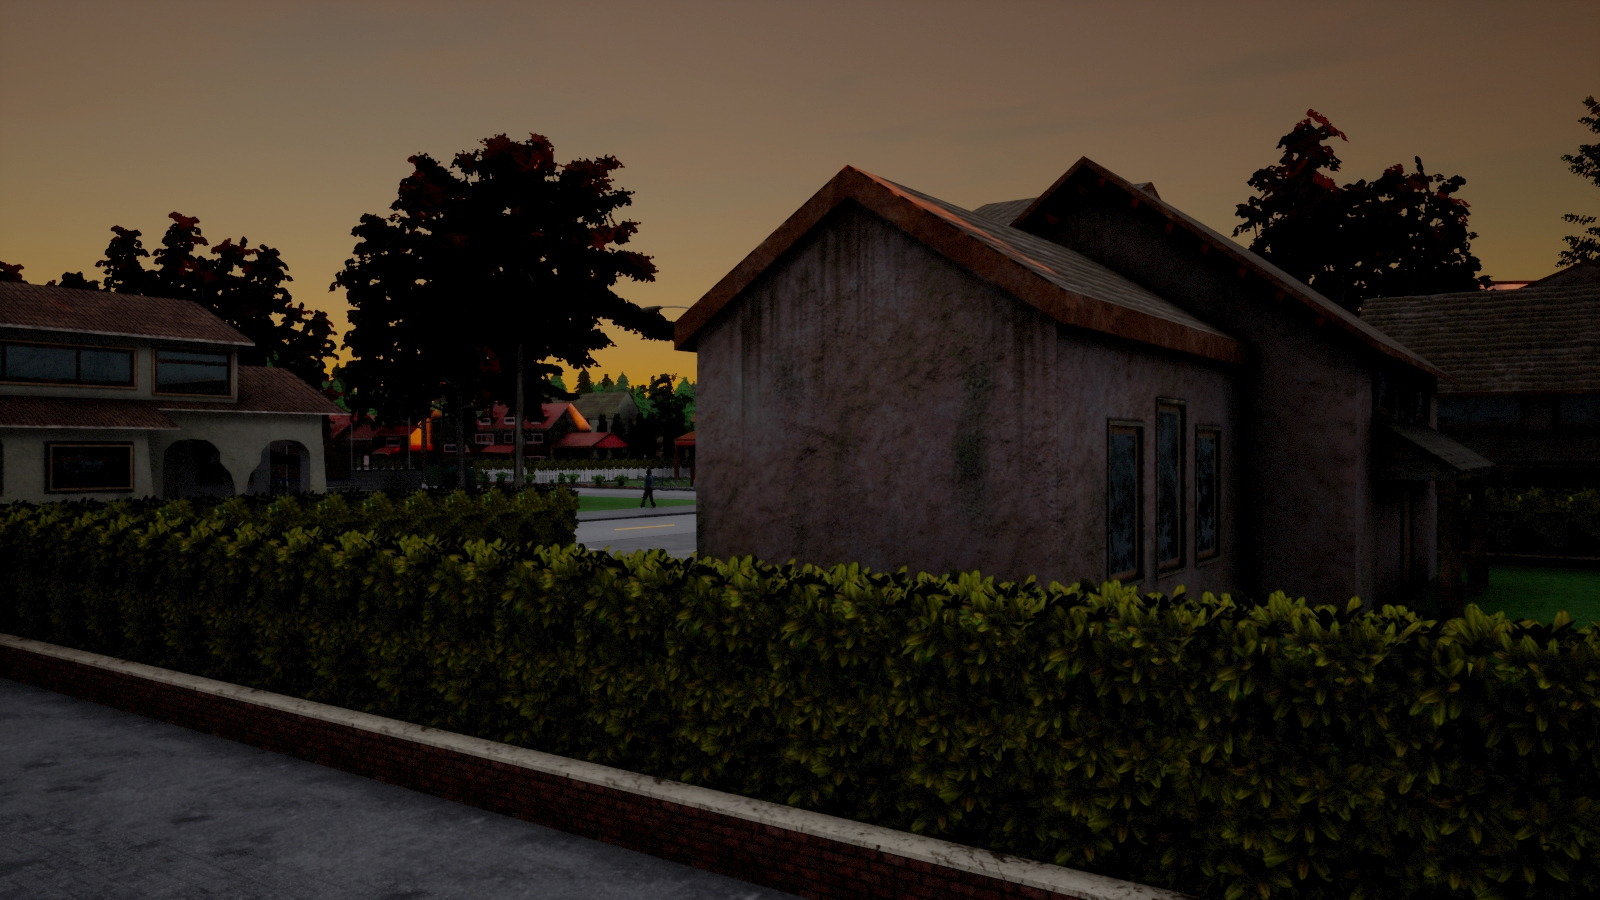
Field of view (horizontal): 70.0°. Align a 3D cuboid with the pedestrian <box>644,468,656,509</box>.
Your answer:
[{"bbox_3d":[-6.749,1.733,51.503,0.375,1.860,0.375,0,0,31],"label":"pedestrian"}]
